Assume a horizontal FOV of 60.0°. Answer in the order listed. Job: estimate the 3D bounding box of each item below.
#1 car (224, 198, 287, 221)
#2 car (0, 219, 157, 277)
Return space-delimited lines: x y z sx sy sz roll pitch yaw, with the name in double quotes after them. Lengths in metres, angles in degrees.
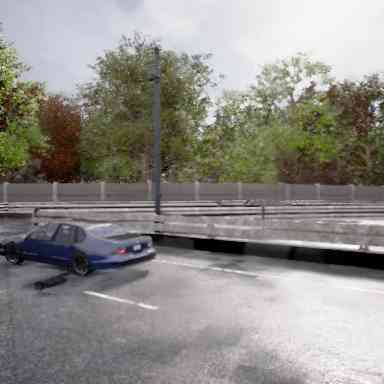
4.741 1.264 24.994 4.553 1.767 2.097 0 0 -12 "car"
-3.660 1.549 10.205 5.357 1.411 2.033 0 0 30 "car"
